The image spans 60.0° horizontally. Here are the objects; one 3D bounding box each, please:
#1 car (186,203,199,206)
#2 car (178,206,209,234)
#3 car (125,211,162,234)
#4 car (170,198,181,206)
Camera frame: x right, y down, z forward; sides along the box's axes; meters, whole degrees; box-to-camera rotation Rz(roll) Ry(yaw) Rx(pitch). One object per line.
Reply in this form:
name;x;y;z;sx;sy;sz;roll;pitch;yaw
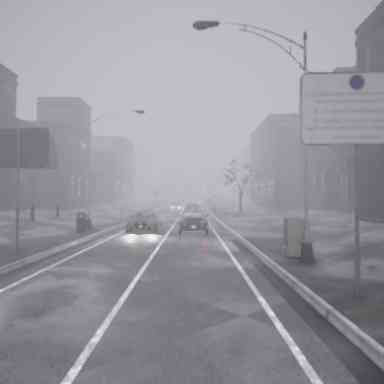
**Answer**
car;0.091;2.015;39.201;2.097;1.767;4.553;0;0;0
car;0.095;1.881;21.544;1.812;1.442;4.674;0;-1;0
car;-3.103;1.929;22.003;1.994;1.385;4.181;0;-1;0
car;-3.038;1.921;63.433;1.994;1.385;4.181;0;2;1
